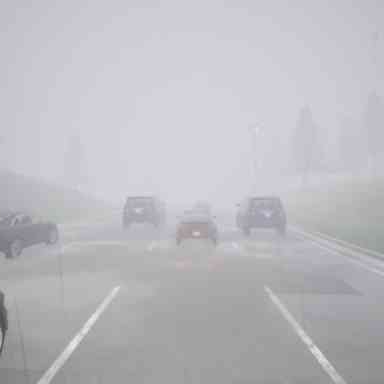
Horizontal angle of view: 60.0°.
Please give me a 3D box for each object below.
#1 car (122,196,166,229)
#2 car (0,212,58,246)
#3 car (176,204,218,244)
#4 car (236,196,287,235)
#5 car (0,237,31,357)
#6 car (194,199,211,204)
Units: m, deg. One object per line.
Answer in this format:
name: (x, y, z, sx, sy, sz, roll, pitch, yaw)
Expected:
car: (-3.062, 1.243, 22.154, 2.150, 2.045, 5.566, 0, 0, 2)
car: (-6.823, 1.504, 12.690, 2.128, 1.511, 4.902, 0, 0, 1)
car: (0.234, 1.541, 15.923, 1.812, 1.442, 4.674, 0, 0, 1)
car: (3.836, 1.240, 19.109, 2.150, 2.045, 5.566, 0, 0, 2)
car: (-3.400, 1.480, 2.482, 1.882, 1.535, 5.008, 0, 0, 0)
car: (1.198, 1.562, 37.794, 1.812, 1.442, 4.674, 0, 0, 3)
